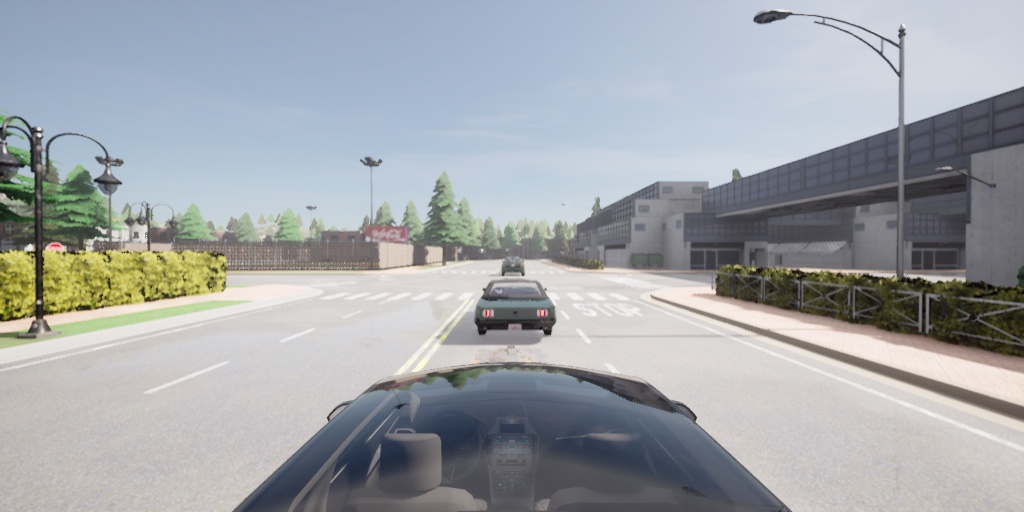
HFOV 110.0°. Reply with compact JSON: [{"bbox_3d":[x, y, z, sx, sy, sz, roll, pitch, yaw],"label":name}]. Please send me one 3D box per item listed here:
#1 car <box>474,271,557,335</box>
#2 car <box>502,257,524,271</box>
[{"bbox_3d":[0.073,1.290,10.223,1.895,1.301,4.718,0,0,0],"label":"car"},{"bbox_3d":[0.103,0.868,34.324,2.097,1.767,4.553,0,0,0],"label":"car"}]
